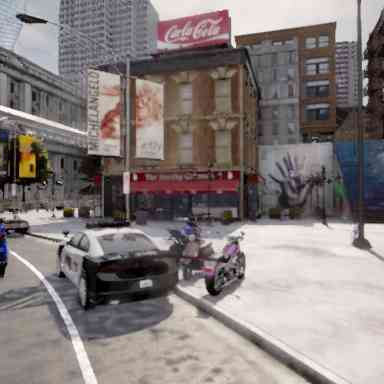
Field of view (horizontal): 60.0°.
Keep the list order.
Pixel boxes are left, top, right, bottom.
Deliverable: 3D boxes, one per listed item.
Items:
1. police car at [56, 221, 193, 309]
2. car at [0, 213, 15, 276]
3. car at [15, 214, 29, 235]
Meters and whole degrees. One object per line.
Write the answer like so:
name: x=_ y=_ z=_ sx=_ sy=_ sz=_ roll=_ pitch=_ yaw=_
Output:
police car: x=-2.203 y=1.568 z=8.522 sx=1.930 sy=1.638 sz=5.238 roll=0 pitch=-1 yaw=-31
car: x=-7.130 y=1.400 z=10.255 sx=2.150 sy=2.045 sz=5.566 roll=1 pitch=-2 yaw=-35
car: x=-11.660 y=1.946 z=20.296 sx=1.895 sy=1.301 sz=4.718 roll=1 pitch=-1 yaw=-44
